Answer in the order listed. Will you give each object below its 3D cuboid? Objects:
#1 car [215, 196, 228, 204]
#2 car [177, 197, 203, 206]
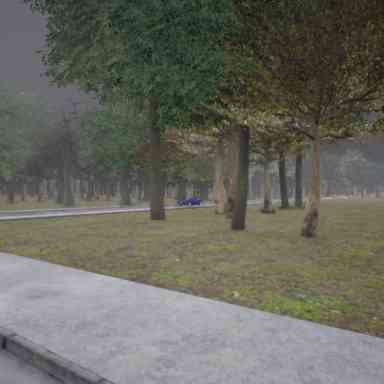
[{"bbox_3d":[5.834,1.491,60.140,1.812,1.442,4.674,0,0,36],"label":"car"},{"bbox_3d":[-0.249,1.445,51.746,1.882,1.535,5.008,0,0,36],"label":"car"}]
